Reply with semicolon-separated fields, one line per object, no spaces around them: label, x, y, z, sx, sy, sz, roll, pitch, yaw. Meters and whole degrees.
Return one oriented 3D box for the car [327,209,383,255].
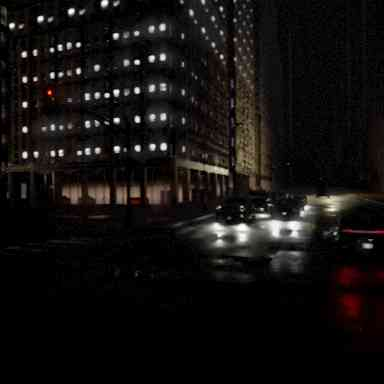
car;6.287;1.372;12.617;2.128;1.511;4.902;0;2;20

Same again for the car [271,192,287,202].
car;13.447;0.716;51.219;1.812;1.442;4.674;-1;1;20

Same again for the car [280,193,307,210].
car;10.194;1.044;33.070;1.994;1.385;4.181;-1;1;21

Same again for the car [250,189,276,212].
car;6.499;0.760;32.499;2.150;2.045;5.566;-1;1;21

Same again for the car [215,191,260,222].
car;3.163;1.054;23.530;2.097;1.767;4.553;-1;1;20

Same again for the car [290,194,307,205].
car;13.760;0.904;42.657;1.895;1.301;4.718;-1;1;20

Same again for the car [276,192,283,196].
car;9.897;0.723;41.579;2.097;1.767;4.553;-1;1;20

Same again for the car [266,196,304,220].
car;6.824;1.209;24.053;1.994;1.385;4.181;-1;1;20

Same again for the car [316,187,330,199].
car;23.669;0.142;60.179;2.150;2.045;5.566;-1;1;20
